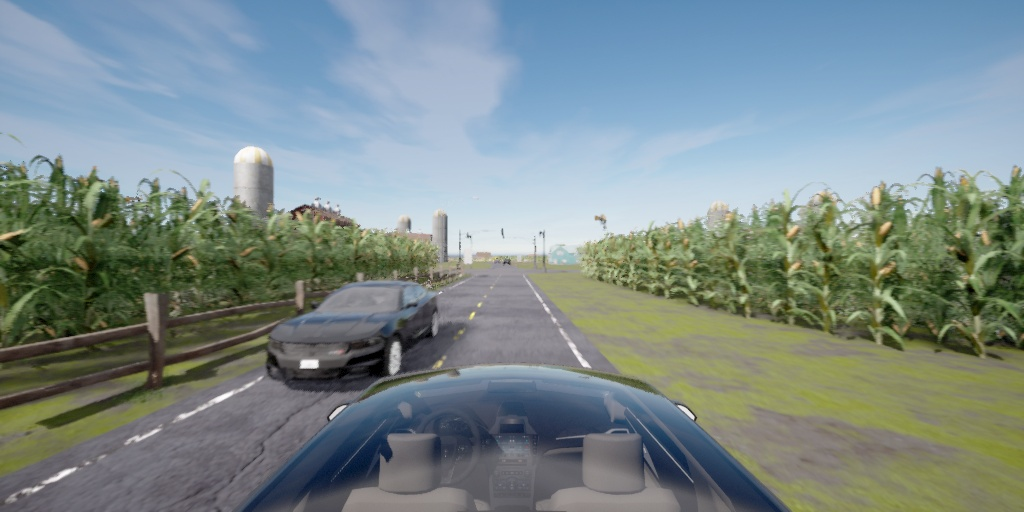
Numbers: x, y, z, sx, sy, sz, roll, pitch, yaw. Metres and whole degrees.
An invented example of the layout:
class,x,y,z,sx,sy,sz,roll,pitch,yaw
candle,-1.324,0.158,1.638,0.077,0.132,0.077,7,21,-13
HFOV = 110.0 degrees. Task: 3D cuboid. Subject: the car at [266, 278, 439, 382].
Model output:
class,x,y,z,sx,sy,sz,roll,pitch,yaw
car,-2.851,1.265,7.545,1.882,1.535,5.008,0,0,0
